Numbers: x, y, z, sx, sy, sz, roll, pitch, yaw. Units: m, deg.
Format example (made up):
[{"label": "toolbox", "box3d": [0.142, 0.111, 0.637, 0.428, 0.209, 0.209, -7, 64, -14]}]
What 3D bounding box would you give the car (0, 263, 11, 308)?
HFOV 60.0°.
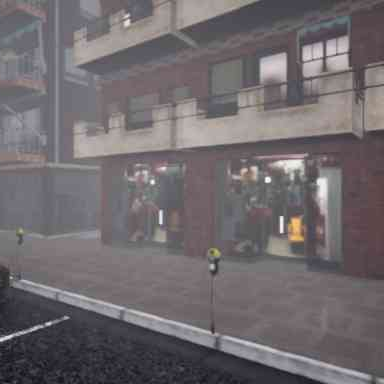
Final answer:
[{"label": "car", "box3d": [-5.332, 1.650, 6.677, 4.313, 1.339, 1.947, -1, 0, 36]}]
